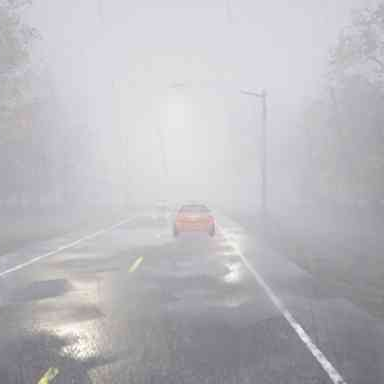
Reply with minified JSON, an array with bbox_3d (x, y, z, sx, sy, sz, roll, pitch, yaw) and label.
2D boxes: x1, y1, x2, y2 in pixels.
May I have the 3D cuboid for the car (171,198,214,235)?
[{"bbox_3d":[0.103,1.388,18.977,2.097,1.767,4.553,0,0,0],"label":"car"}]

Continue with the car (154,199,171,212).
[{"bbox_3d":[-3.559,1.556,40.874,1.882,1.535,5.008,0,0,0],"label":"car"}]

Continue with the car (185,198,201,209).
[{"bbox_3d":[0.099,1.583,47.442,2.128,1.511,4.902,0,0,0],"label":"car"}]
